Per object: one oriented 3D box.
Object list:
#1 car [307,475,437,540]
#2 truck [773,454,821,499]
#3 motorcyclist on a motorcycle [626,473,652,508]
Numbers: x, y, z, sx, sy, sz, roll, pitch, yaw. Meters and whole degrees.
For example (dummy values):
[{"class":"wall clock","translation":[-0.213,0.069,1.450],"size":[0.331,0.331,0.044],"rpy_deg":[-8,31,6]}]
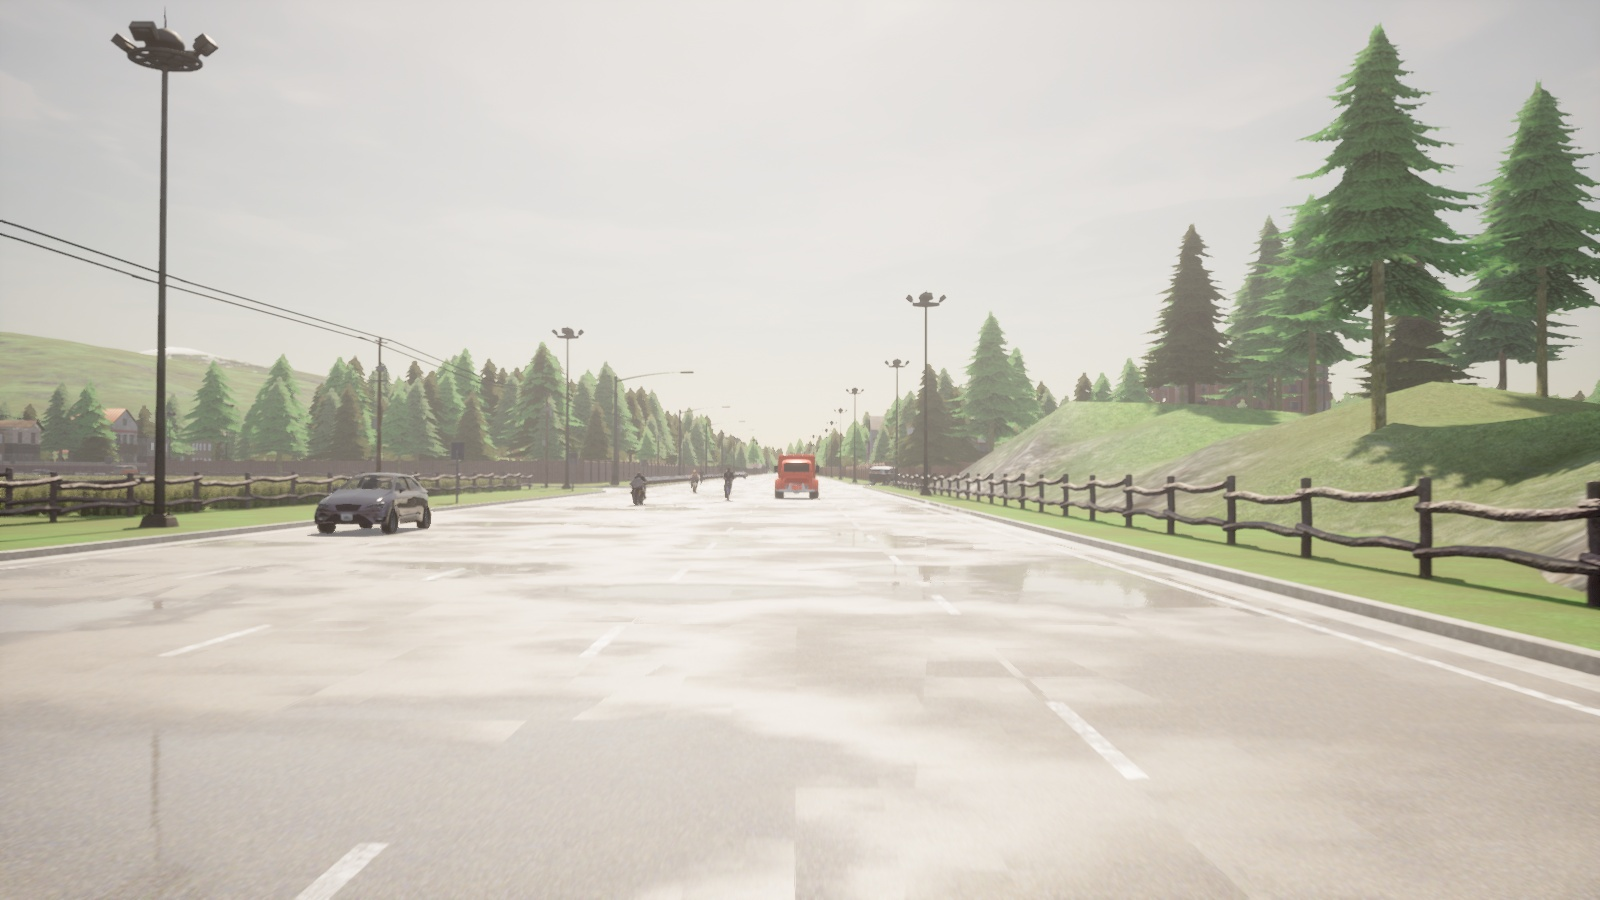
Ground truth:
[{"class":"car","translation":[-10.577,1.384,31.365],"size":[1.816,1.474,4.193],"rpy_deg":[0,-1,0]},{"class":"truck","translation":[-0.176,1.492,70.956],"size":[2.627,2.467,5.204],"rpy_deg":[0,-1,0]},{"class":"motorcyclist on a motorcycle","translation":[-7.155,1.792,55.761],"size":[0.866,1.530,2.191],"rpy_deg":[0,-1,0]}]
